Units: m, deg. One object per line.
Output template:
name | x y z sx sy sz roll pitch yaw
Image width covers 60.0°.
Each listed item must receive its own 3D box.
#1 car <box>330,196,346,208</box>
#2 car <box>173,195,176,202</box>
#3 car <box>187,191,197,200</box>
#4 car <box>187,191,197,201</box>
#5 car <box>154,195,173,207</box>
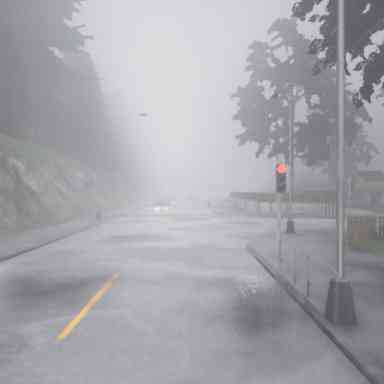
car | 15.783 1.108 37.950 1.994 1.381 4.181 0 0 0
car | -4.040 1.247 62.645 1.994 1.385 4.181 0 0 1
car | -0.005 0.813 79.707 2.150 2.045 5.566 0 0 0
car | -0.005 1.162 69.475 1.812 1.442 4.674 0 0 0
car | -4.084 1.328 46.560 1.994 1.385 4.181 0 0 0
